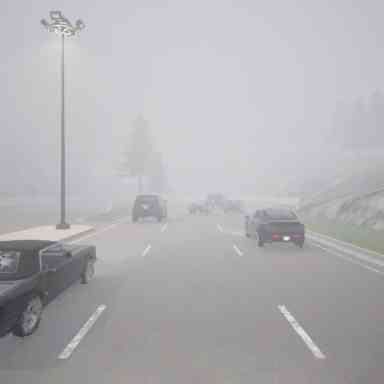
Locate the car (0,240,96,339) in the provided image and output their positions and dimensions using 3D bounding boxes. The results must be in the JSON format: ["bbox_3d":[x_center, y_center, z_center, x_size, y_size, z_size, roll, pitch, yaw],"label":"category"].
[{"bbox_3d":[-3.399,1.601,6.565,1.895,1.301,4.718,0,0,0],"label":"car"}]

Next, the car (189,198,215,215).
[{"bbox_3d":[0.909,1.601,34.278,1.895,1.301,4.718,0,0,9],"label":"car"}]

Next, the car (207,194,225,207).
[{"bbox_3d":[3.368,1.221,44.331,2.150,2.045,5.566,0,0,16],"label":"car"}]

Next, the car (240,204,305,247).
[{"bbox_3d":[3.600,1.505,15.077,1.837,1.490,4.892,0,0,0],"label":"car"}]

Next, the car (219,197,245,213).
[{"bbox_3d":[4.736,1.547,36.474,2.033,1.411,5.357,0,0,15],"label":"car"}]

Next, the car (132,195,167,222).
[{"bbox_3d":[-3.289,1.222,26.697,2.150,2.045,5.566,0,0,2],"label":"car"}]
